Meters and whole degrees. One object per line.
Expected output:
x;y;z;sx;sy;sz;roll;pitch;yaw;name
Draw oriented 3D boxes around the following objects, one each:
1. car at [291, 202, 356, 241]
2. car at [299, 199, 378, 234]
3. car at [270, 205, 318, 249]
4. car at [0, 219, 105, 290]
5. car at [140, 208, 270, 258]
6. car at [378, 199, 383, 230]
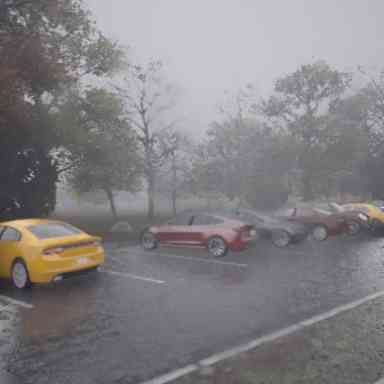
4.942;1.416;16.197;5.008;1.535;2.097;-1;0;33;car
7.267;1.272;18.021;4.553;1.767;2.185;-1;-1;33;car
2.603;1.466;14.408;4.792;1.488;2.163;-1;-1;33;car
-4.583;1.497;9.148;5.008;1.535;2.097;-1;0;34;car
0.167;1.487;12.667;4.792;1.488;2.163;-1;0;34;car
9.478;1.377;19.906;5.366;1.575;1.946;-1;0;32;car
